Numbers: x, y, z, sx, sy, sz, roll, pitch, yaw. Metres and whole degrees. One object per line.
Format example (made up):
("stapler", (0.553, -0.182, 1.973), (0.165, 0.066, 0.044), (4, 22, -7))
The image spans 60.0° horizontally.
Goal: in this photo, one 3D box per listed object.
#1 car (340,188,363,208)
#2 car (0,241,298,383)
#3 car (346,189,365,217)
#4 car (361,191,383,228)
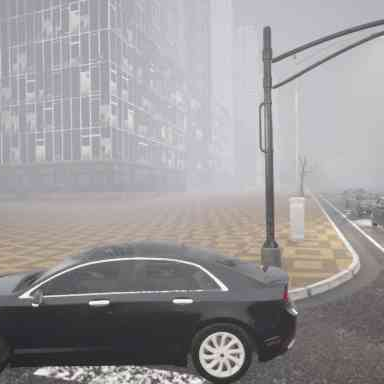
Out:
("car", (13.125, 0.454, 26.732), (2.128, 1.511, 4.902), (-1, 2, 18))
("car", (-1.039, 1.505, 4.758), (4.892, 1.490, 1.837), (0, 0, 0))
("car", (11.122, 0.759, 20.671), (1.994, 1.385, 4.181), (-1, 2, 17))
("car", (9.065, 0.928, 14.380), (2.128, 1.511, 4.902), (-1, 2, 18))
